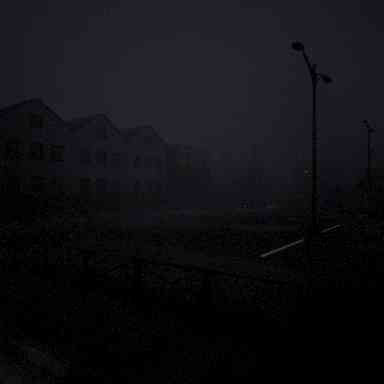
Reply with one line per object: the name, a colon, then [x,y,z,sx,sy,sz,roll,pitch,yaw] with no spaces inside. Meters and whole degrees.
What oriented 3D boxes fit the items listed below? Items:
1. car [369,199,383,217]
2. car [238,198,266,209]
car: [15.523,1.298,26.745,2.007,1.523,4.514,0,0,35]
car: [7.748,1.407,42.215,1.895,1.301,4.718,0,0,36]
